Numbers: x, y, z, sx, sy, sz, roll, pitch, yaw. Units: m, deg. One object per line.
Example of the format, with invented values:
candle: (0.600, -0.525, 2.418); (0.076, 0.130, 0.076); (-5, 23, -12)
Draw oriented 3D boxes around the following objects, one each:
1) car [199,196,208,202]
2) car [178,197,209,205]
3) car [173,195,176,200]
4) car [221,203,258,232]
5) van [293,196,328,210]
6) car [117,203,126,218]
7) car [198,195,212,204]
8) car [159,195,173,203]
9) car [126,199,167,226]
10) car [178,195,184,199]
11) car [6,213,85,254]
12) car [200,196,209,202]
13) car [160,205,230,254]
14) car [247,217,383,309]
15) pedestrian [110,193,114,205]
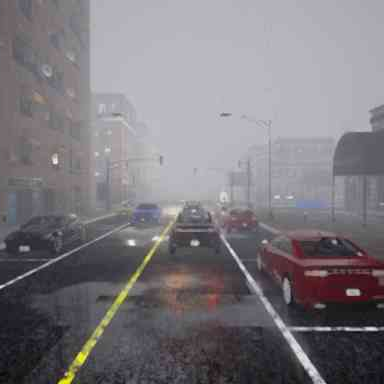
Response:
car: (2.709, 1.575, 80.127); (2.008, 1.369, 4.403); (0, 0, 0)
car: (0.111, 1.482, 29.003); (2.128, 1.511, 4.902); (0, 0, 0)
car: (-5.671, 1.575, 80.117); (2.008, 1.369, 4.403); (0, 0, 0)
car: (2.691, 1.536, 19.170); (1.887, 1.381, 4.507); (0, 0, 0)
van: (14.671, 1.400, 41.327); (3.998, 1.788, 1.690); (0, 0, 0)
car: (-5.687, 1.517, 30.401); (1.752, 1.417, 4.829); (0, 0, 0)
car: (2.703, 1.445, 63.036); (1.967, 1.590, 4.097); (0, 0, 0)
car: (-5.675, 1.562, 68.723); (2.008, 1.369, 4.403); (0, 0, 0)
car: (-3.075, 1.469, 23.457); (1.882, 1.535, 5.008); (0, 0, 0)
car: (-2.972, 1.555, 91.661); (2.033, 1.411, 5.357); (0, 0, 0)
car: (-5.691, 1.559, 13.481); (1.947, 1.339, 4.313); (0, 0, 0)
car: (2.707, 1.599, 74.430); (1.802, 1.307, 4.206); (0, 0, 0)
car: (0.104, 1.485, 13.389); (2.128, 1.511, 4.902); (0, 0, 0)
car: (2.688, 1.540, 7.777); (1.887, 1.381, 4.507); (0, 0, 0)
pedestrian: (-12.614, 1.065, 52.454); (0.375, 1.860, 0.375); (0, 0, 0)
